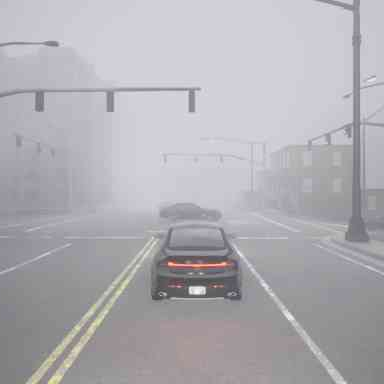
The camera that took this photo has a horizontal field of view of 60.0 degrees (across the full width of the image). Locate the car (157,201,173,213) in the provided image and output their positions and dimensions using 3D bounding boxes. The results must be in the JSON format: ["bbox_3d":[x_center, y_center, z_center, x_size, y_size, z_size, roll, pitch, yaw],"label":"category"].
[{"bbox_3d":[-3.633,2.066,45.578,1.837,1.490,4.892,0,-5,0],"label":"car"}]

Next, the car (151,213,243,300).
[{"bbox_3d":[0.094,1.505,8.342,1.837,1.490,4.892,0,0,0],"label":"car"}]

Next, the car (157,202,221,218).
[{"bbox_3d":[-0.145,1.487,24.701,4.674,1.442,1.812,0,0,1],"label":"car"}]

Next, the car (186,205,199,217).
[{"bbox_3d":[0.076,3.021,52.299,1.812,1.442,4.674,0,-10,0],"label":"car"}]

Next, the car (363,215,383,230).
[{"bbox_3d":[16.047,2.655,28.228,4.181,1.385,1.994,8,0,0],"label":"car"}]
